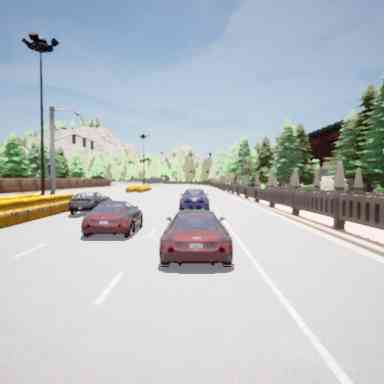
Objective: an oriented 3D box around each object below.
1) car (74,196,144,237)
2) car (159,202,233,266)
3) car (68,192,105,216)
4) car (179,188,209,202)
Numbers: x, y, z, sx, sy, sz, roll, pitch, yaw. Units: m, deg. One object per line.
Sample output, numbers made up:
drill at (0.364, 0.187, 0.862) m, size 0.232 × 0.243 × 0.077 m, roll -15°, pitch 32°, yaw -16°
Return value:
car at (-3.372, 1.076, 14.735) m, size 1.994 × 1.385 × 4.181 m, roll 0°, pitch 2°, yaw 0°
car at (0.112, 1.239, 10.280) m, size 1.994 × 1.385 × 4.181 m, roll 0°, pitch 2°, yaw 0°
car at (-6.836, 0.710, 22.784) m, size 2.128 × 1.511 × 4.902 m, roll 0°, pitch 2°, yaw 0°
car at (0.173, 0.503, 24.585) m, size 2.097 × 1.767 × 4.553 m, roll 0°, pitch 2°, yaw 0°
